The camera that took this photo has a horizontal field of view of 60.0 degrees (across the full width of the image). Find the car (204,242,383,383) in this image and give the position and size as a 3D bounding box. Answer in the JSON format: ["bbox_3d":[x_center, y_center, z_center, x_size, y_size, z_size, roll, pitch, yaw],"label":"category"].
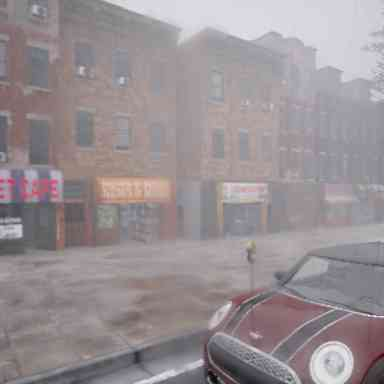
[{"bbox_3d":[2.106,1.476,4.332,4.097,1.590,1.967,1,-1,-36],"label":"car"}]
